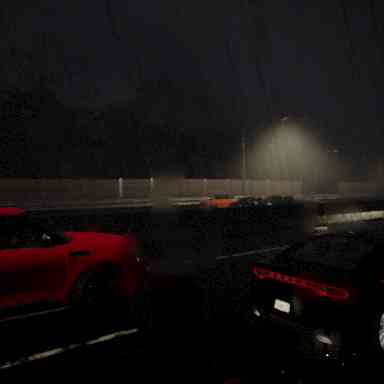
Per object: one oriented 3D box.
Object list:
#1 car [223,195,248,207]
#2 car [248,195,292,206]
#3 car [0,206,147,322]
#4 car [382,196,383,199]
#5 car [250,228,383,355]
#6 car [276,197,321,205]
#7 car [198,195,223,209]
[{"bbox_3d":[5.874,1.231,33.961,4.892,1.490,1.837,-1,0,-35],"label":"car"},{"bbox_3d":[7.834,1.079,31.061,4.553,1.767,2.097,-1,0,-35],"label":"car"},{"bbox_3d":[-3.535,1.219,5.527,5.566,2.045,2.150,-1,0,-35],"label":"car"},{"bbox_3d":[35.845,0.893,59.504,4.718,1.301,1.895,-1,0,-35],"label":"car"},{"bbox_3d":[3.270,1.409,6.071,5.008,1.535,1.882,-1,0,-35],"label":"car"},{"bbox_3d":[9.589,1.331,28.017,4.718,1.301,1.895,-1,0,-35],"label":"car"},{"bbox_3d":[2.870,1.091,36.118,4.553,1.767,2.097,-1,0,-35],"label":"car"}]
